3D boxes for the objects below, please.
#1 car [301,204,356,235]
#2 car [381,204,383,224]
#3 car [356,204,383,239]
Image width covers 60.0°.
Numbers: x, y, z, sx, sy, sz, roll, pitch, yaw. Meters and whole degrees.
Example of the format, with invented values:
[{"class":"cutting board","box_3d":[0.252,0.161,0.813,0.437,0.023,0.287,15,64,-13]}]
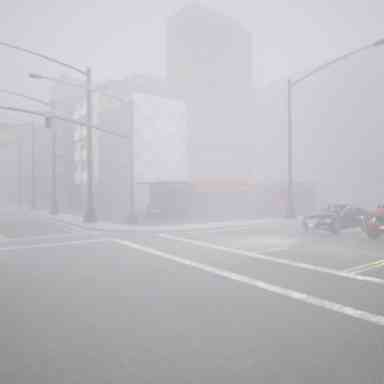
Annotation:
[{"class":"car","box_3d":[8.026,1.411,18.275,4.902,1.511,2.128,0,0,-35]},{"class":"car","box_3d":[15.580,1.531,23.654,4.718,1.301,1.895,0,0,-35]},{"class":"car","box_3d":[10.358,1.141,15.642,5.566,2.045,2.150,0,0,-35]}]
